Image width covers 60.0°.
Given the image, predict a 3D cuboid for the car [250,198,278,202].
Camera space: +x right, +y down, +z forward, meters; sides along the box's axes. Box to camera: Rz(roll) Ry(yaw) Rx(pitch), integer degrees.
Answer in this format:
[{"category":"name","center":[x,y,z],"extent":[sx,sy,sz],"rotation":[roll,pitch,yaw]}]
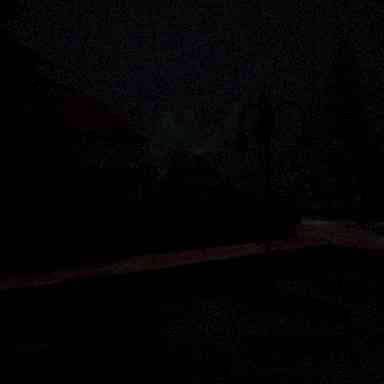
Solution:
[{"category":"car","center":[6.482,1.330,27.909],"extent":[2.097,1.767,4.553],"rotation":[0,0,-36]}]
